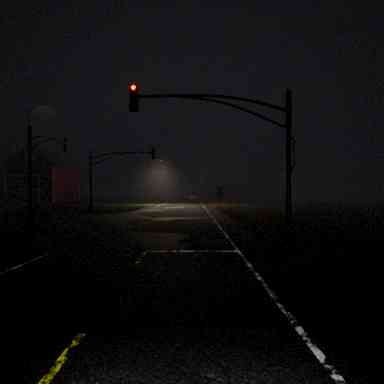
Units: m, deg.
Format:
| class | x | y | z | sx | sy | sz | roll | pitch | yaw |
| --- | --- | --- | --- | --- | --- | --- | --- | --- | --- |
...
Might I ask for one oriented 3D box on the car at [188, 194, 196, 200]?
| class | x | y | z | sx | sy | sz | roll | pitch | yaw |
| --- | --- | --- | --- | --- | --- | --- | --- | --- | --- |
| car | 0.067 | 1.242 | 86.583 | 2.097 | 1.767 | 4.553 | 0 | 0 | 0 |
